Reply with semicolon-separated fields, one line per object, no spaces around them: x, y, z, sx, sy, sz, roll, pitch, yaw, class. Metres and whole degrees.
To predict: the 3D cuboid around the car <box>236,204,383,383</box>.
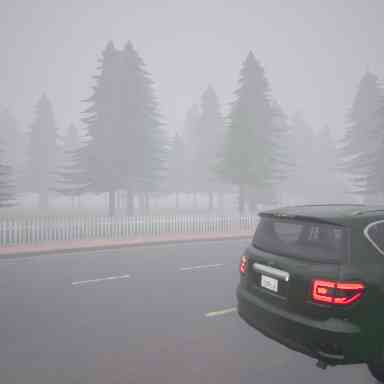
3.348;1.222;5.365;5.566;2.045;2.150;0;0;-27;car
